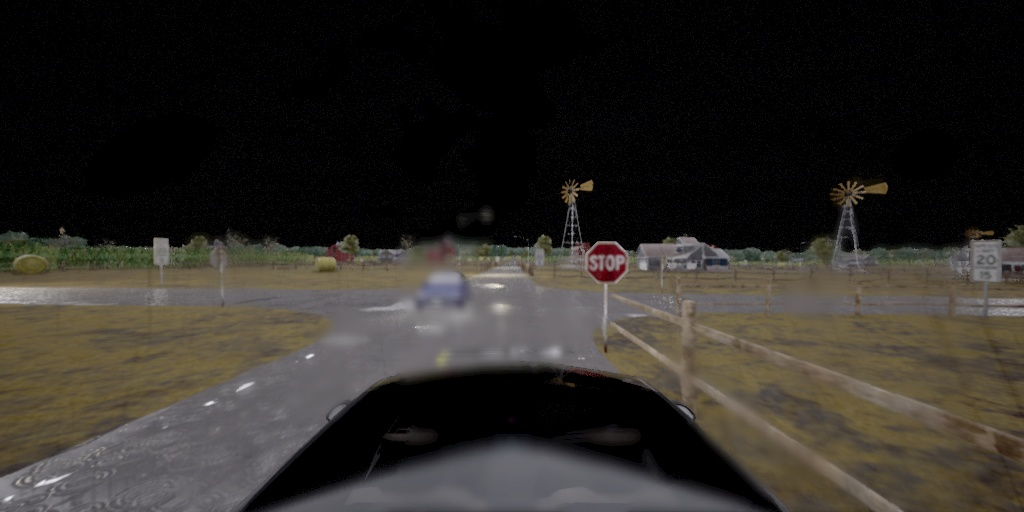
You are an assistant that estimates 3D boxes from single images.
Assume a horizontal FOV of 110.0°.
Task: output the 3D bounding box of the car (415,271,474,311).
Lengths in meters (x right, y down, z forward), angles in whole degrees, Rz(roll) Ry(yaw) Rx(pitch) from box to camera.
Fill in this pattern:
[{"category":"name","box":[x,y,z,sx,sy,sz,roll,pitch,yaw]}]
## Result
[{"category":"car","box":[-2.723,1.410,15.353,1.812,1.442,4.674,0,0,0]}]
